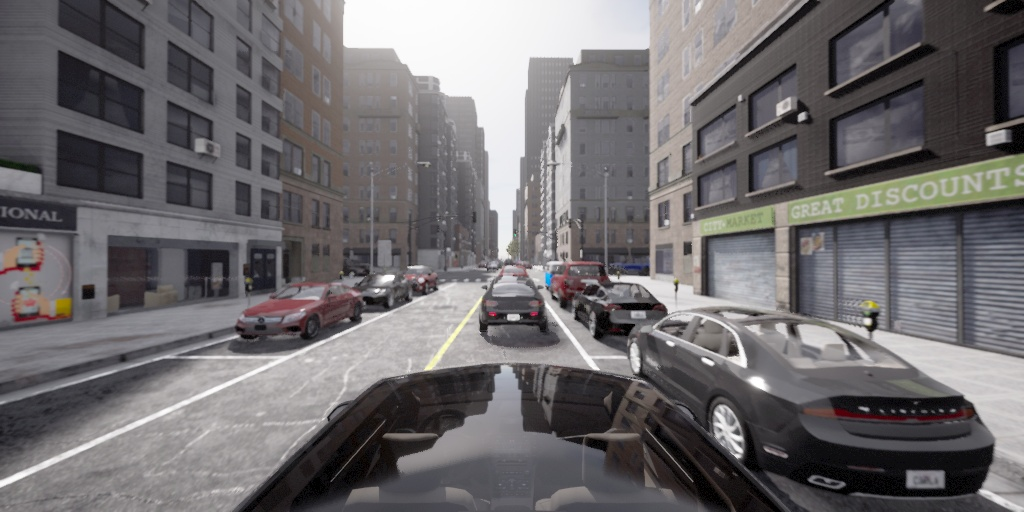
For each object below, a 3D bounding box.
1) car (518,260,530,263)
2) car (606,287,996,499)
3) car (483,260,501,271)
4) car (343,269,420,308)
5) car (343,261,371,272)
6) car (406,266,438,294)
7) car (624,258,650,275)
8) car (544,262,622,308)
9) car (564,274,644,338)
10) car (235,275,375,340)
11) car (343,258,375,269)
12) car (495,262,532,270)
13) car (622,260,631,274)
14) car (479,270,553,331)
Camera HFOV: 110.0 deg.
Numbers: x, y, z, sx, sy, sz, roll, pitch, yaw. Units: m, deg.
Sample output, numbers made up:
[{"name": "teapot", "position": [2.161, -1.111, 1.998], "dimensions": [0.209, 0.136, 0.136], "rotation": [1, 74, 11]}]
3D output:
[{"name": "car", "position": [2.587, 1.691, 65.114], "dimensions": [1.967, 1.591, 4.097], "rotation": [0, 0, -1]}, {"name": "car", "position": [2.858, 1.323, 4.656], "dimensions": [2.007, 1.370, 4.403], "rotation": [0, 0, 0]}, {"name": "car", "position": [-3.226, 1.753, 59.752], "dimensions": [2.033, 1.411, 5.357], "rotation": [0, 0, -1]}, {"name": "car", "position": [-5.666, 1.420, 15.698], "dimensions": [1.948, 1.339, 4.313], "rotation": [0, 0, 0]}, {"name": "car", "position": [-17.978, 1.539, 37.909], "dimensions": [4.892, 1.490, 1.837], "rotation": [0, 0, 0]}, {"name": "car", "position": [-5.665, 1.336, 21.223], "dimensions": [1.967, 1.591, 4.097], "rotation": [0, 0, 0]}, {"name": "car", "position": [14.839, 1.283, 44.765], "dimensions": [5.566, 2.045, 2.150], "rotation": [0, 0, 2]}, {"name": "car", "position": [2.860, 1.170, 15.703], "dimensions": [2.192, 1.841, 5.009], "rotation": [0, 0, 0]}, {"name": "car", "position": [2.859, 1.379, 10.179], "dimensions": [1.948, 1.339, 4.313], "rotation": [0, 0, 0]}, {"name": "car", "position": [-5.667, 1.395, 10.174], "dimensions": [1.802, 1.307, 4.207], "rotation": [0, 0, 0]}, {"name": "car", "position": [-18.612, 1.285, 41.157], "dimensions": [5.566, 2.045, 2.150], "rotation": [0, 0, 0]}, {"name": "car", "position": [0.102, 1.384, 22.567], "dimensions": [1.882, 1.535, 5.008], "rotation": [0, 0, 0]}, {"name": "car", "position": [9.670, 1.514, 38.151], "dimensions": [4.892, 1.490, 1.837], "rotation": [0, -3, -3]}, {"name": "car", "position": [0.021, 1.346, 11.118], "dimensions": [1.812, 1.442, 4.674], "rotation": [0, 0, 0]}]
